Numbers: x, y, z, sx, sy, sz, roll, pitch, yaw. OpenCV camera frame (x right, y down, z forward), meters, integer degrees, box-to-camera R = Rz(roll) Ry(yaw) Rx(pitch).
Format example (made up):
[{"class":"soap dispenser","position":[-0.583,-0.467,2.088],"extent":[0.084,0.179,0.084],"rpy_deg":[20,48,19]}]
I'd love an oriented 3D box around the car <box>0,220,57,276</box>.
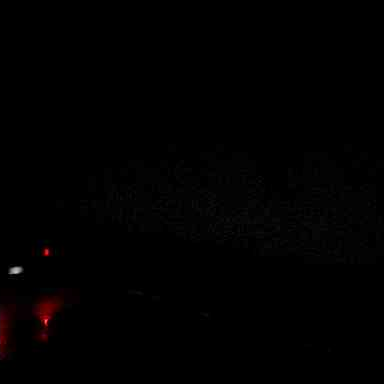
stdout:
[{"class":"car","position":[-5.557,1.412,8.905],"extent":[4.718,1.301,1.895],"rpy_deg":[2,1,42]}]
